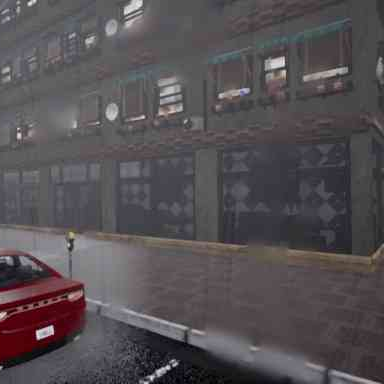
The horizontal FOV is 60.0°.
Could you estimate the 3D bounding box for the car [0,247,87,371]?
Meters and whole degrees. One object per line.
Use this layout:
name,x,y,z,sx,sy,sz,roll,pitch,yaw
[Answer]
car,-3.569,1.545,5.274,4.507,1.381,1.887,0,-1,35
